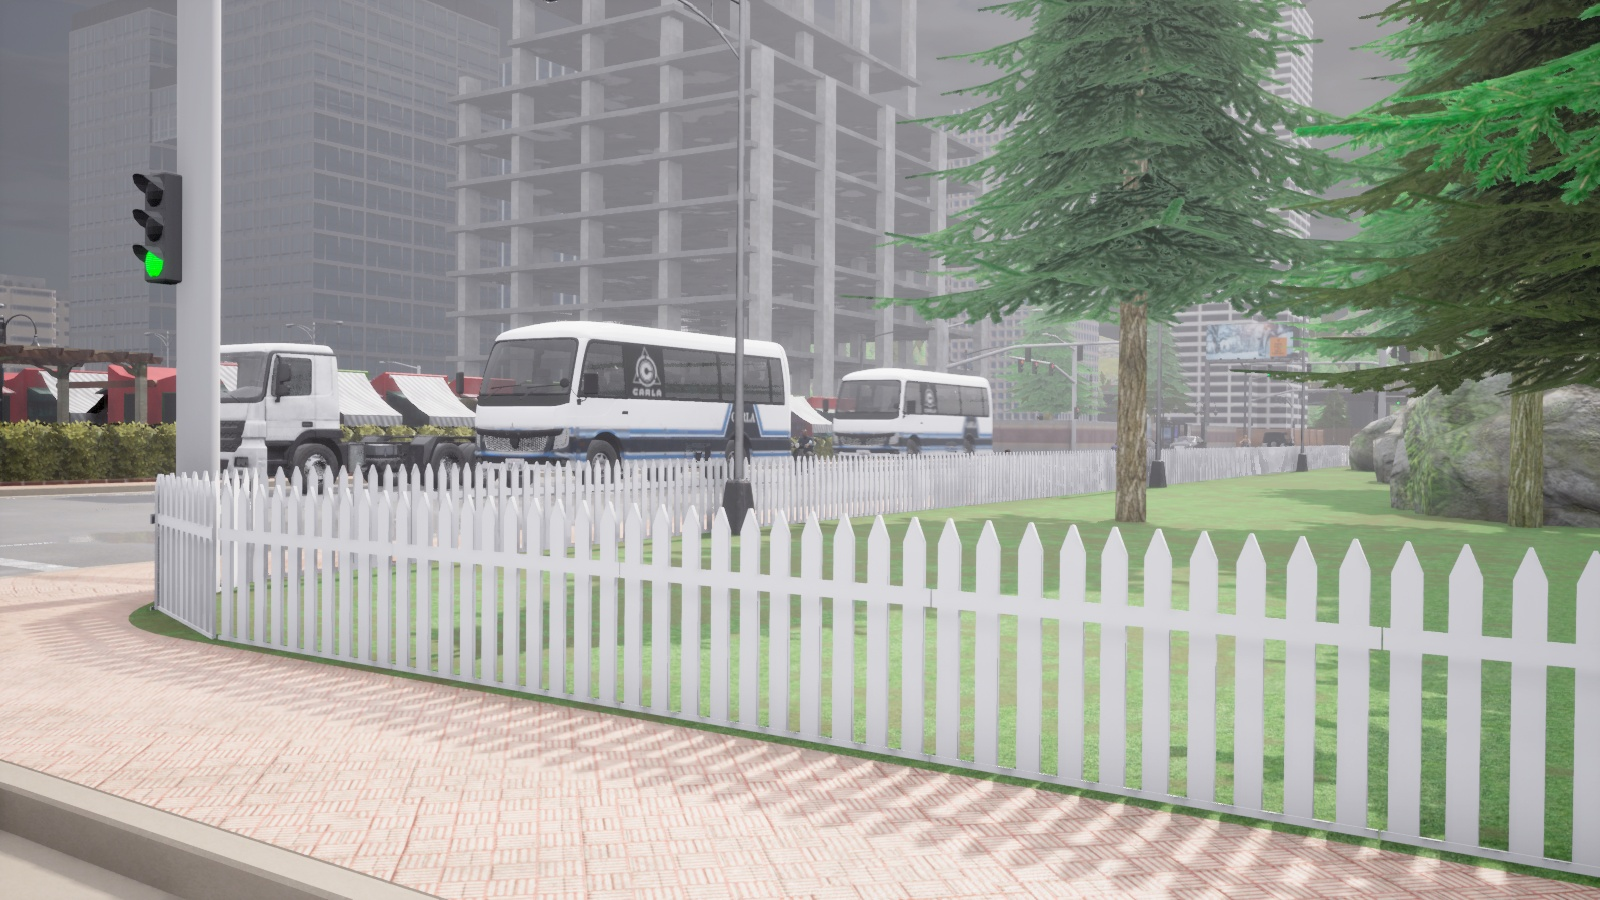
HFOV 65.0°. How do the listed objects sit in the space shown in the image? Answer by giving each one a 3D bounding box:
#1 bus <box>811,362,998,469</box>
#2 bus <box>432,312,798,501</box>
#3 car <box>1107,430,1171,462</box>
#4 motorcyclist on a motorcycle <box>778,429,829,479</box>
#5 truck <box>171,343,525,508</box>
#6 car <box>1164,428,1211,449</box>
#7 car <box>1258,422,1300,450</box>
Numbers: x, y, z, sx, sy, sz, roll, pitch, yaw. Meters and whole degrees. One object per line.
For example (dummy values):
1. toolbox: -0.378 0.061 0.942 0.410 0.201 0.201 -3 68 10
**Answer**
1. bus: 4.819 -1.440 55.047 3.944 4.253 10.273 0 1 31
2. bus: -4.467 -1.065 33.699 3.944 4.253 10.273 0 1 32
3. car: 16.274 -0.223 60.120 1.816 1.474 4.193 0 1 32
4. motorcyclist on a motorcycle: 0.136 0.121 41.217 0.866 1.590 1.817 0 1 30
5. truck: -10.611 -0.571 30.501 2.891 3.462 7.936 0 1 32
6. car: 28.794 -0.845 93.194 2.128 1.511 4.902 0 1 32
7. car: 33.265 -0.965 87.179 1.905 1.878 3.866 0 1 34
